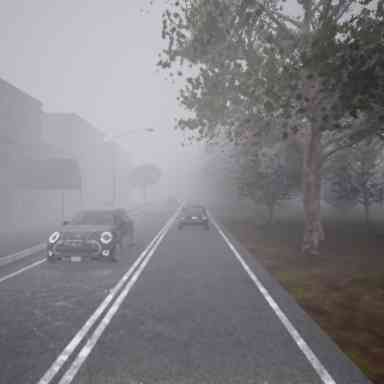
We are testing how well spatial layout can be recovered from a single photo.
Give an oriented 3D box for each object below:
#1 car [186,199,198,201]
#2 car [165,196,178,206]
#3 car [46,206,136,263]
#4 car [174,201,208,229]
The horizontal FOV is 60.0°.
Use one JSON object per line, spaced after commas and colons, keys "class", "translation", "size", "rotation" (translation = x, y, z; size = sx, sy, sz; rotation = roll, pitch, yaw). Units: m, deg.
{"class": "car", "translation": [0.097, 1.543, 42.656], "size": [1.994, 1.385, 4.181], "rotation": [0, 0, 0]}
{"class": "car", "translation": [-3.311, 1.474, 54.290], "size": [1.837, 1.490, 4.892], "rotation": [0, 0, 0]}
{"class": "car", "translation": [-3.351, 1.351, 11.870], "size": [2.097, 1.767, 4.553], "rotation": [0, 0, 0]}
{"class": "car", "translation": [0.098, 1.543, 21.668], "size": [2.033, 1.411, 5.357], "rotation": [0, 0, 0]}
